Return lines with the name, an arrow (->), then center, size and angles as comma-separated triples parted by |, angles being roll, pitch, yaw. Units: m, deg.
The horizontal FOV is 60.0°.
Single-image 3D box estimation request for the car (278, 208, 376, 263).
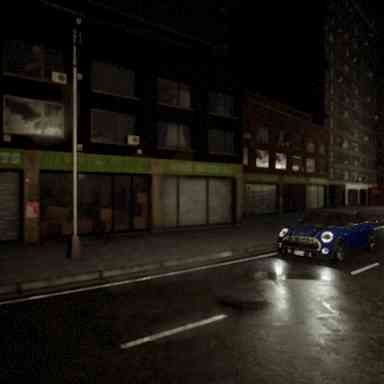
car -> 5.198, 1.459, 12.652 | 4.553, 1.767, 2.097 | 0, 0, -44
